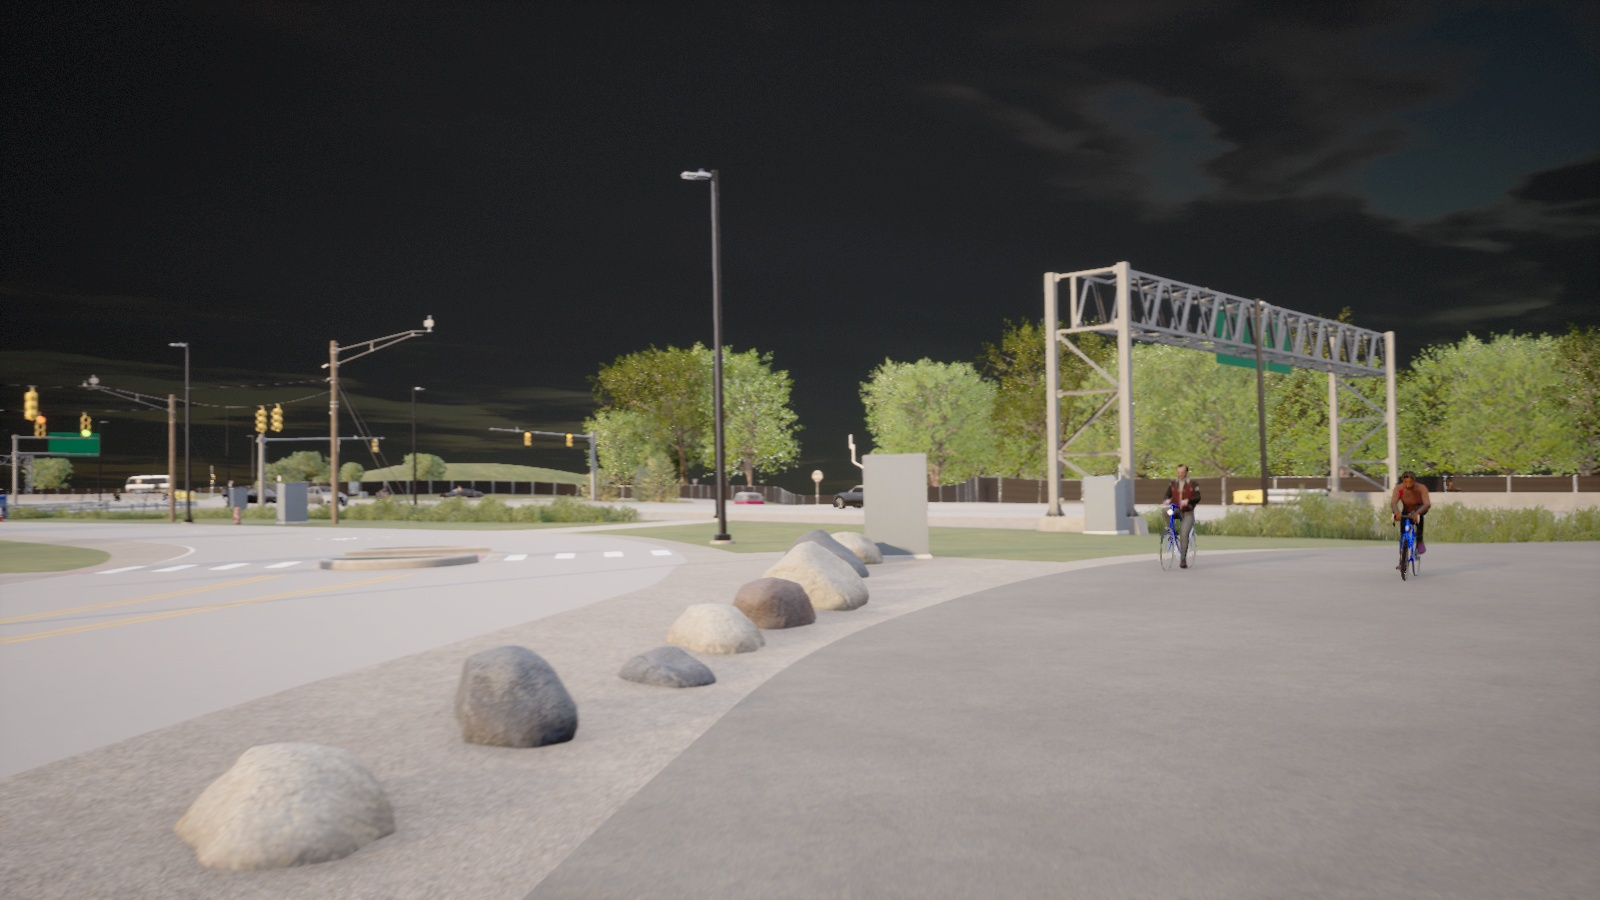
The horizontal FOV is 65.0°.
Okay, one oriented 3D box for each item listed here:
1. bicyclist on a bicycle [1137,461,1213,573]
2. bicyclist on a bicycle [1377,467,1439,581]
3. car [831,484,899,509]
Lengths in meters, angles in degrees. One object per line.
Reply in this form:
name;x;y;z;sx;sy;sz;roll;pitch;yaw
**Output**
bicyclist on a bicycle;6.245;1.078;20.852;0.659;1.776;1.843;-1;-2;35
bicyclist on a bicycle;9.154;1.079;18.881;0.582;1.620;1.656;-1;-1;35
car;4.050;2.918;78.477;3.806;1.475;1.970;-2;-2;42
